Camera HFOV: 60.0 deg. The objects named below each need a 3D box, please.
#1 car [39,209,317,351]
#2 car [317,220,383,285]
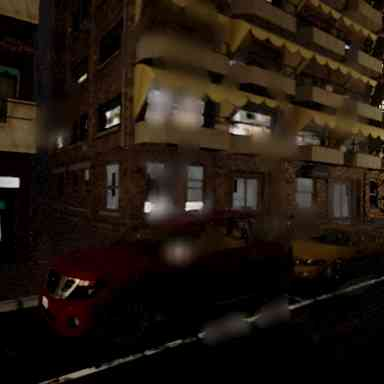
[{"bbox_3d":[-0.129,1.315,6.408,5.009,1.841,2.192,0,1,-36],"label":"car"},{"bbox_3d":[4.242,1.525,9.538,4.829,1.417,1.752,0,1,-36],"label":"car"}]
